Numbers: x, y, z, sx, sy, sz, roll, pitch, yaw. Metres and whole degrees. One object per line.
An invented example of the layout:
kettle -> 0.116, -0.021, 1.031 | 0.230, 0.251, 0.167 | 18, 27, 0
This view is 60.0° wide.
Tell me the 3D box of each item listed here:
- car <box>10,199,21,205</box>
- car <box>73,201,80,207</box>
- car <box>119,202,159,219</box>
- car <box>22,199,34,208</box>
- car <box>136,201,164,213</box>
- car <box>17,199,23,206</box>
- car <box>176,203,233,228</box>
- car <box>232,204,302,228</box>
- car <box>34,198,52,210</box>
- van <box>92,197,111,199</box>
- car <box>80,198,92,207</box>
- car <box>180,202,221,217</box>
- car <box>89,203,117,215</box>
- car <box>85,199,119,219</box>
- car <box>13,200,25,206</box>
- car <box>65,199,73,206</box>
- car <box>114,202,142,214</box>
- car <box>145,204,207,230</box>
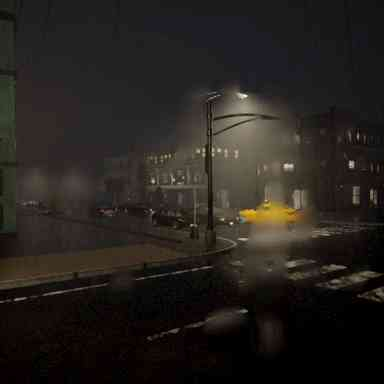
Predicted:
car -> -44.618, 2.598, 84.122 | 1.887, 1.381, 4.507 | -1, 0, -36
car -> -21.708, 2.228, 66.482 | 1.887, 1.381, 4.507 | -1, 0, -36
car -> -4.975, 1.831, 33.132 | 2.128, 1.511, 4.902 | -1, 0, -36
car -> -31.744, 2.376, 66.111 | 2.008, 1.369, 4.403 | -1, 0, -36
car -> -5.613, 1.966, 43.967 | 1.802, 1.307, 4.206 | -2, 0, -36
car -> -38.183, 2.380, 75.116 | 1.967, 1.590, 4.097 | -1, 0, -36
car -> 1.112, 1.766, 24.612 | 2.033, 1.411, 5.357 | -1, 0, -36
car -> 5.476, 1.630, 23.947 | 1.882, 1.535, 5.008 | -1, 0, -34
car -> -25.207, 2.233, 56.966 | 1.752, 1.417, 4.829 | -1, 0, -36
van -> -15.275, 1.907, 57.476 | 1.690, 1.788, 3.998 | -1, 0, -36
car -> -18.495, 1.940, 61.979 | 2.192, 1.841, 5.009 | -1, 0, -36
car -> 0.823, 1.810, 34.961 | 2.008, 1.369, 4.403 | -2, 0, -36
car -> -11.377, 2.063, 42.106 | 1.895, 1.301, 4.718 | -1, 0, -35
car -> -9.215, 1.846, 34.589 | 1.967, 1.590, 4.097 | -1, 0, -36
car -> -41.399, 2.548, 79.620 | 2.008, 1.369, 4.403 | -1, 0, -36
car -> -28.145, 2.364, 75.489 | 1.947, 1.339, 4.313 | -1, 0, -36
car -> -8.408, 1.987, 43.436 | 1.994, 1.385, 4.181 | -1, 0, -36
car -> -1.242, 1.815, 23.229 | 1.947, 1.339, 4.313 | -2, 0, -36
